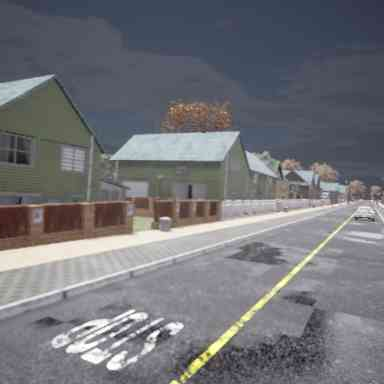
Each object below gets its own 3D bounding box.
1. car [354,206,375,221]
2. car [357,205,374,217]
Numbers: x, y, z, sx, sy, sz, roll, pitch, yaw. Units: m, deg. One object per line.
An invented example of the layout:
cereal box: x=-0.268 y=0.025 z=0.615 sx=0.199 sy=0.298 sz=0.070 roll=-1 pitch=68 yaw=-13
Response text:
car: x=18.904 y=2.324 z=36.355 sx=1.812 sy=1.442 sz=4.674 roll=4 pitch=1 yaw=28
car: x=24.107 y=2.617 z=46.128 sx=1.895 sy=1.301 sz=4.718 roll=4 pitch=1 yaw=29
